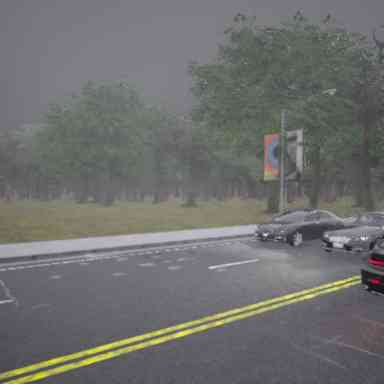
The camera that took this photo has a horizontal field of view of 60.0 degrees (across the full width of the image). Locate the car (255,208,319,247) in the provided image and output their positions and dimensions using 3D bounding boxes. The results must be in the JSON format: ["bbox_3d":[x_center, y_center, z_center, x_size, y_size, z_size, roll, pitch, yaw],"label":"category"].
[{"bbox_3d":[5.016,1.541,15.236,4.892,1.490,1.837,0,0,-35],"label":"car"}]

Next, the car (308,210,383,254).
[{"bbox_3d":[6.898,1.528,12.587,4.902,1.511,2.128,0,0,-35],"label":"car"}]

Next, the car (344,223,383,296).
[{"bbox_3d":[5.712,1.532,7.509,4.892,1.490,1.837,0,0,-35],"label":"car"}]
